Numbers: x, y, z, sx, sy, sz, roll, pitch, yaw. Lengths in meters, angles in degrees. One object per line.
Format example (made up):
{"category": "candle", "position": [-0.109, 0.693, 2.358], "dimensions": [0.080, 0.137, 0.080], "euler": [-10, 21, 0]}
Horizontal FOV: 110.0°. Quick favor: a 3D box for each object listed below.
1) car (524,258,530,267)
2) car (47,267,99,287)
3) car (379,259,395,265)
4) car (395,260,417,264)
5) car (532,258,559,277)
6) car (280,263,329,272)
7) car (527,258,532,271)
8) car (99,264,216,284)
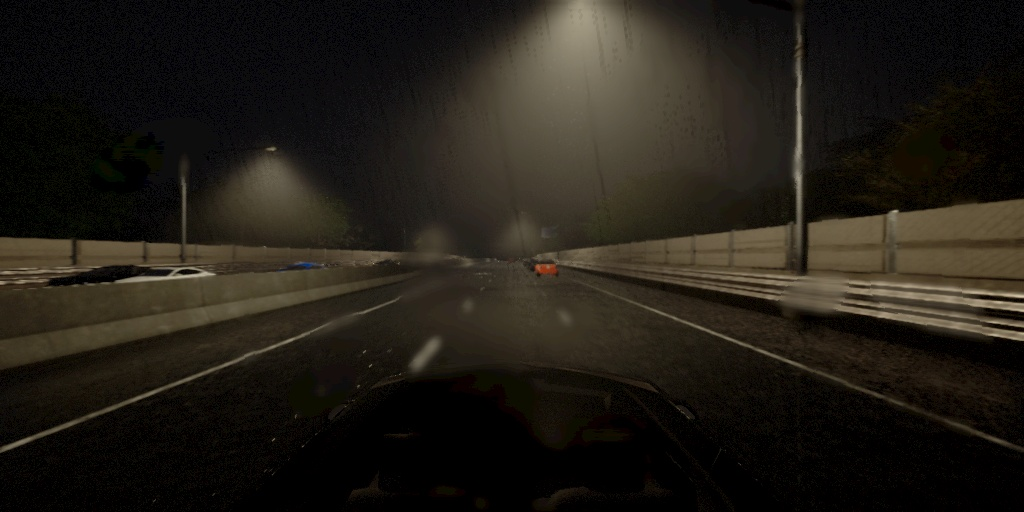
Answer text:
{"category": "car", "position": [3.451, 1.293, 58.660], "dimensions": [1.837, 1.490, 4.892], "euler": [0, 0, 0]}
{"category": "car", "position": [-21.104, 1.235, 19.093], "dimensions": [1.882, 1.535, 5.008], "euler": [0, 0, 0]}
{"category": "car", "position": [-21.069, 1.280, 60.934], "dimensions": [2.128, 1.511, 4.902], "euler": [0, 0, 0]}
{"category": "car", "position": [-17.563, 1.331, 60.938], "dimensions": [2.033, 1.411, 5.357], "euler": [0, 0, 0]}
{"category": "car", "position": [3.470, 1.125, 36.619], "dimensions": [2.097, 1.767, 4.553], "euler": [0, 0, 0]}
{"category": "car", "position": [-14.108, 1.239, 24.185], "dimensions": [1.882, 1.535, 5.008], "euler": [0, 0, 0]}
{"category": "car", "position": [3.461, 1.344, 47.654], "dimensions": [1.994, 1.385, 4.181], "euler": [0, 0, 0]}
{"category": "car", "position": [-17.606, 1.283, 18.504], "dimensions": [1.812, 1.442, 4.674], "euler": [0, 0, 0]}
